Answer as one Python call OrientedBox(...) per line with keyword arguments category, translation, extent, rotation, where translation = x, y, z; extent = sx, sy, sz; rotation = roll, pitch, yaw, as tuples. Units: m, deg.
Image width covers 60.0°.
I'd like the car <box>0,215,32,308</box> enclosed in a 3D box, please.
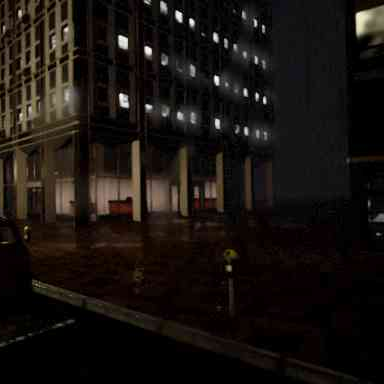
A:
OrientedBox(category="car", translation=(-5.217, 1.338, 6.808), extent=(5.009, 1.841, 2.192), rotation=(0, -1, 38))
